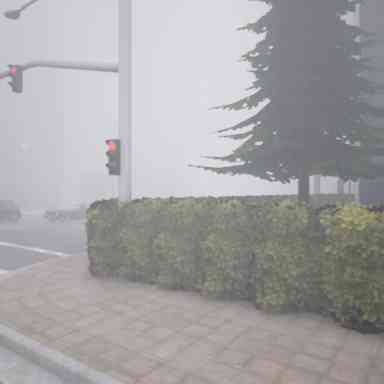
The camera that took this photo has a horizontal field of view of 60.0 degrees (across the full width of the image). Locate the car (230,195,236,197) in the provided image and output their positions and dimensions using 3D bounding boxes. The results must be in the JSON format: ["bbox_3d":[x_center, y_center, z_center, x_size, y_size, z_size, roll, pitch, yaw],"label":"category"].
[{"bbox_3d":[6.120,1.334,52.757,2.097,1.767,4.553,0,0,35],"label":"car"}]

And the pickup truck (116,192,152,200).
[{"bbox_3d":[-9.574,1.035,53.242,6.274,2.098,2.390,0,0,-24],"label":"pickup truck"}]

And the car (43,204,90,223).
[{"bbox_3d":[-8.866,1.587,25.542,1.895,1.301,4.718,0,0,35],"label":"car"}]

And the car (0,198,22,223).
[{"bbox_3d":[-14.680,1.336,23.514,2.097,1.767,4.553,0,0,37],"label":"car"}]
